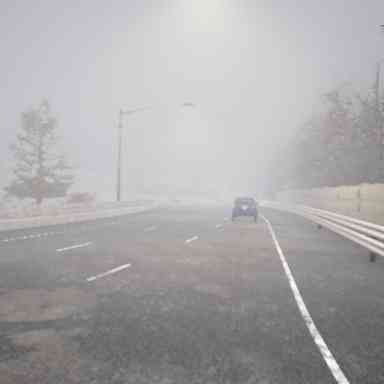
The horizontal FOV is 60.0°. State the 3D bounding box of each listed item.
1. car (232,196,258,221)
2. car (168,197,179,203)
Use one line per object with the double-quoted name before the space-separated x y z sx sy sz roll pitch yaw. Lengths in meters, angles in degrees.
"car" 4.734 1.433 29.817 2.150 2.045 5.566 2 0 9
"car" -4.186 1.677 74.466 1.895 1.301 4.718 2 0 -15
